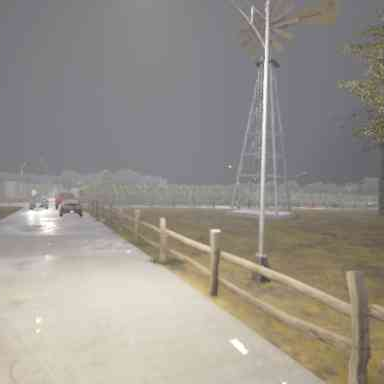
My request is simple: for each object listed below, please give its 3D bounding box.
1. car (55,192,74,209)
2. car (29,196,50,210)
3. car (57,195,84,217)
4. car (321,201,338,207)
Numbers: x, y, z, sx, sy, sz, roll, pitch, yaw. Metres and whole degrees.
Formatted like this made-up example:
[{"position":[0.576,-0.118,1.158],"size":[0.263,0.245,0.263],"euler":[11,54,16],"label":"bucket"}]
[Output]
[{"position":[-15.229,1.018,40.040],"size":[2.150,2.045,5.566],"euler":[2,0,-24],"label":"car"},{"position":[-17.028,1.212,37.220],"size":[2.128,1.511,4.902],"euler":[2,-1,-22],"label":"car"},{"position":[-10.704,1.332,29.423],"size":[1.837,1.490,4.892],"euler":[2,0,-22],"label":"car"},{"position":[30.200,2.587,71.915],"size":[5.008,1.535,1.882],"euler":[2,1,-22],"label":"car"}]
